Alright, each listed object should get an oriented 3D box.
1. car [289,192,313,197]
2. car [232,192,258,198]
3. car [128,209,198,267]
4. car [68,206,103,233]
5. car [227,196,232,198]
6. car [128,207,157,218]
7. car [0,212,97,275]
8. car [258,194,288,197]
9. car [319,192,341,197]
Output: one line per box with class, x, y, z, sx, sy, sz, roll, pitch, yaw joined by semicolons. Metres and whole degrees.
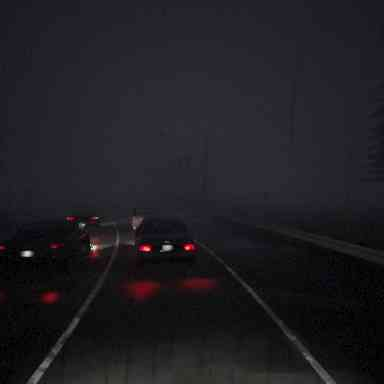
car;26.837;1.077;80.342;5.566;2.045;2.150;0;0;-28
car;12.333;1.113;73.856;5.566;2.045;2.150;0;0;-21
car;-1.025;1.536;11.382;2.033;1.411;5.357;0;0;-9
car;-6.243;1.515;19.408;1.812;1.442;4.674;0;0;-15
car;10.142;1.244;76.756;4.553;1.767;2.097;0;0;-21
car;-2.968;1.582;20.833;1.895;1.301;4.718;0;0;-14
car;-4.485;1.560;10.554;1.994;1.385;4.181;0;0;-7
car;16.592;1.242;68.009;4.553;1.767;2.097;0;0;-21
car;31.006;1.076;74.665;5.566;2.045;2.150;0;0;-28
